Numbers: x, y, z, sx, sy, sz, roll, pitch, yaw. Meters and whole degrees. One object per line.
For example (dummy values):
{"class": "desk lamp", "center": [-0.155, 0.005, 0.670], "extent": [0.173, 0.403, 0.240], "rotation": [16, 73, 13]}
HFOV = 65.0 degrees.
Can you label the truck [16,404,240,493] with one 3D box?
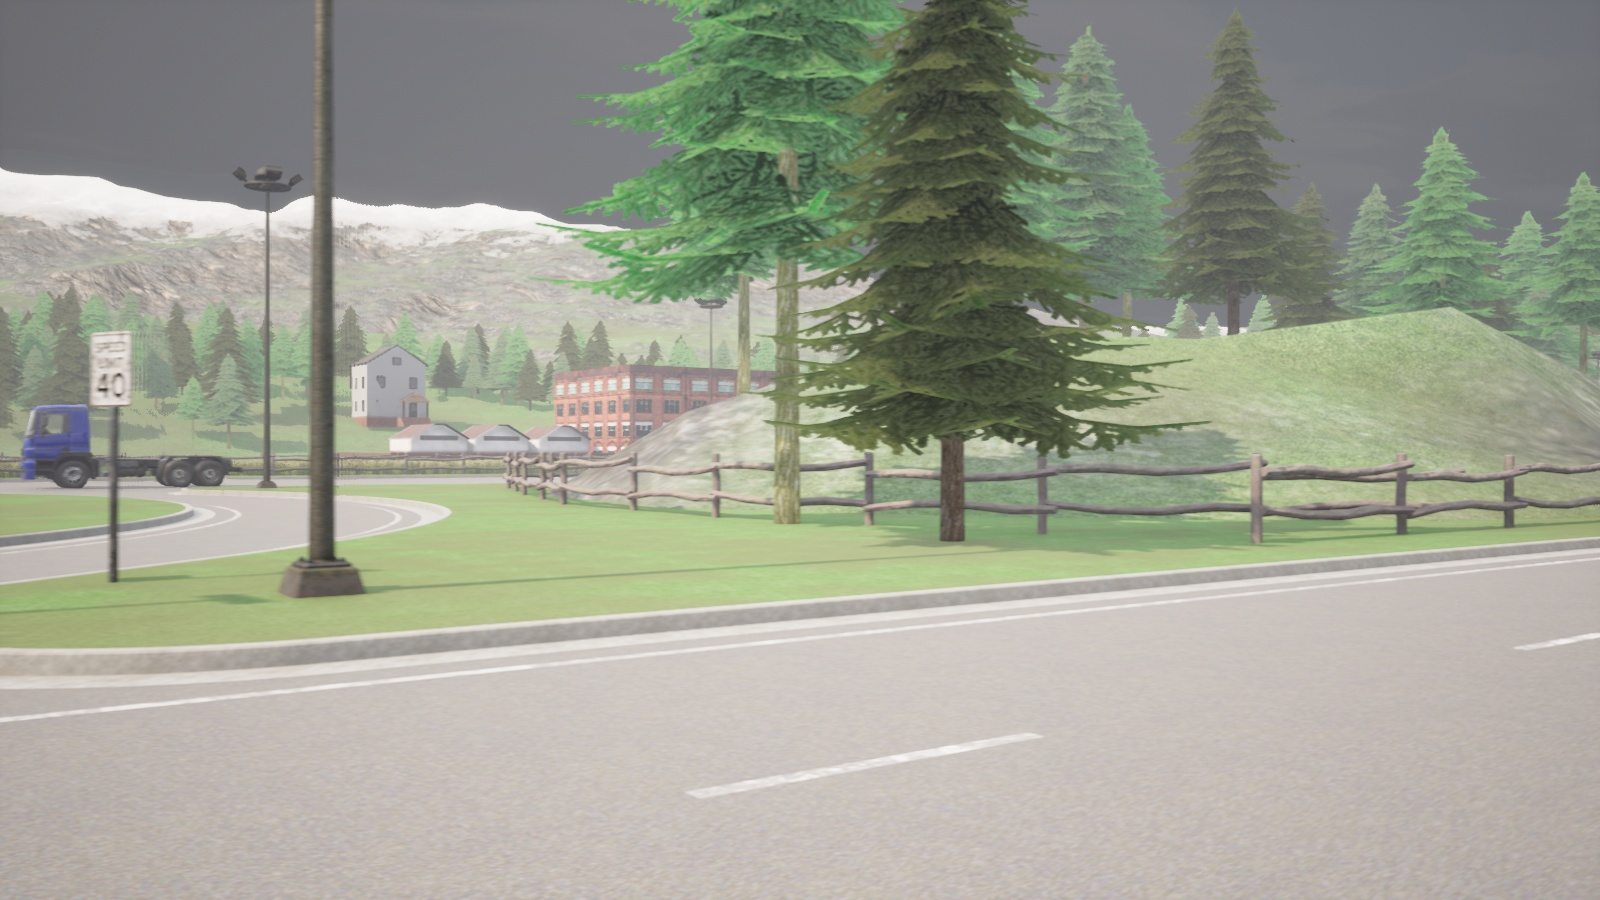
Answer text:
{"class": "truck", "center": [-27.790, -0.050, 52.096], "extent": [7.936, 3.462, 2.891], "rotation": [0, 0, -35]}
